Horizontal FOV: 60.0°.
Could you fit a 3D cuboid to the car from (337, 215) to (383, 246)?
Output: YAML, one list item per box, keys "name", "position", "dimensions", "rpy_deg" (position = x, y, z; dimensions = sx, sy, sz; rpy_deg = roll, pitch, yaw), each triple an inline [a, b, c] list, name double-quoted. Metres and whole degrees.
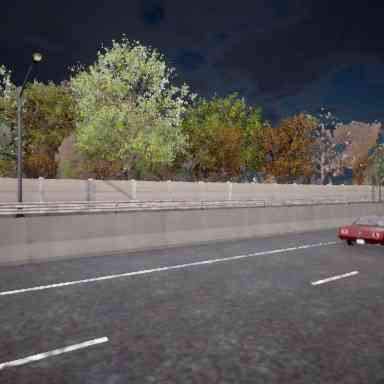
- name: "car"
  position: [8.293, 1.620, 14.083]
  dimensions: [4.718, 1.301, 1.895]
  rpy_deg: [0, 0, -35]
